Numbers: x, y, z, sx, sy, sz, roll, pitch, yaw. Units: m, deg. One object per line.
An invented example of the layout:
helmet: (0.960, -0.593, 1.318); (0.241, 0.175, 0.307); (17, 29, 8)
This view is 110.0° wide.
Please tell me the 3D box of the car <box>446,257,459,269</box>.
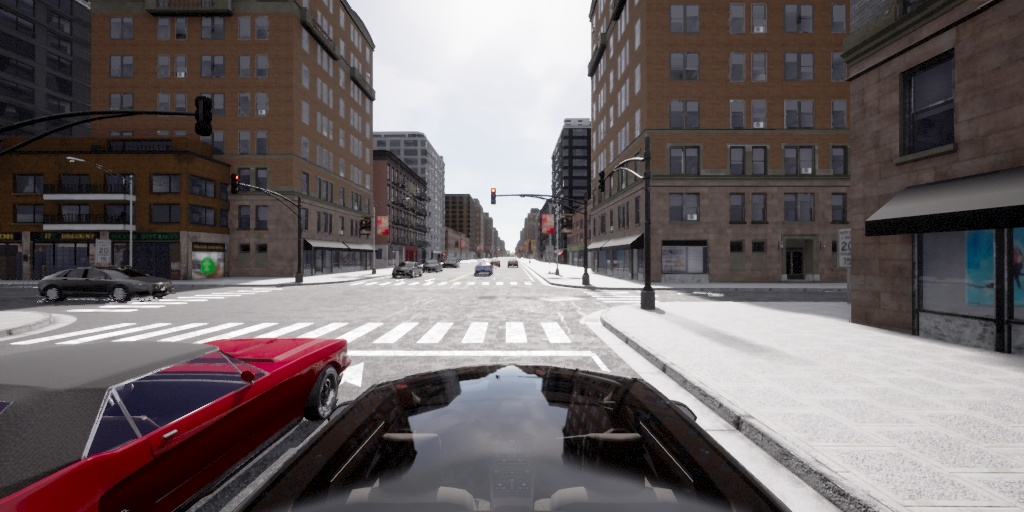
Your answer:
car: (-9.680, 1.097, 56.810); (2.097, 1.767, 4.553); (0, 0, 0)

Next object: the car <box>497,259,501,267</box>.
car: (-3.060, 1.265, 64.519); (1.812, 1.442, 4.674); (0, 0, 1)

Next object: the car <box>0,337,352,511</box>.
car: (-3.156, 1.351, 2.882); (1.895, 1.301, 4.718); (0, 0, 0)

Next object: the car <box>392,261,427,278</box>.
car: (-9.757, 1.254, 33.766); (1.837, 1.490, 4.892); (0, 0, 0)

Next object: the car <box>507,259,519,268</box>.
car: (0.168, 1.245, 62.244); (1.837, 1.490, 4.892); (0, 0, 0)

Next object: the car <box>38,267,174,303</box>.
car: (-18.208, 1.250, 16.211); (4.892, 1.490, 1.837); (0, 0, 0)

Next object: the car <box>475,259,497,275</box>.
car: (-3.045, 1.295, 39.616); (2.033, 1.411, 5.357); (0, 0, 0)

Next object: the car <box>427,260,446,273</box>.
car: (-9.729, 1.252, 43.739); (1.837, 1.490, 4.892); (0, 0, 1)
